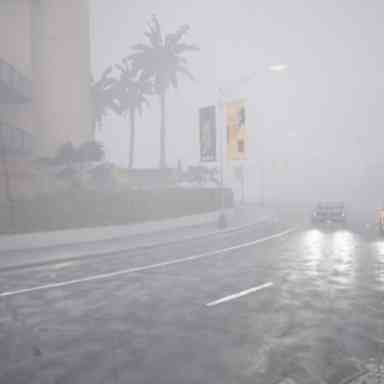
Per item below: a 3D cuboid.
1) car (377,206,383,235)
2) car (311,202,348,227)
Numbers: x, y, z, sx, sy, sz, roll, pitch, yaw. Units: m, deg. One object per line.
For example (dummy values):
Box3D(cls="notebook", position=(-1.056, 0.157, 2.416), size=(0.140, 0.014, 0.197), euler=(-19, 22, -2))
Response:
Box3D(cls="car", position=(10.187, 1.152, 16.121), size=(1.882, 1.535, 5.008), euler=(0, 1, 29))
Box3D(cls="car", position=(8.413, 1.271, 20.160), size=(1.895, 1.301, 4.718), euler=(-1, 1, 25))
